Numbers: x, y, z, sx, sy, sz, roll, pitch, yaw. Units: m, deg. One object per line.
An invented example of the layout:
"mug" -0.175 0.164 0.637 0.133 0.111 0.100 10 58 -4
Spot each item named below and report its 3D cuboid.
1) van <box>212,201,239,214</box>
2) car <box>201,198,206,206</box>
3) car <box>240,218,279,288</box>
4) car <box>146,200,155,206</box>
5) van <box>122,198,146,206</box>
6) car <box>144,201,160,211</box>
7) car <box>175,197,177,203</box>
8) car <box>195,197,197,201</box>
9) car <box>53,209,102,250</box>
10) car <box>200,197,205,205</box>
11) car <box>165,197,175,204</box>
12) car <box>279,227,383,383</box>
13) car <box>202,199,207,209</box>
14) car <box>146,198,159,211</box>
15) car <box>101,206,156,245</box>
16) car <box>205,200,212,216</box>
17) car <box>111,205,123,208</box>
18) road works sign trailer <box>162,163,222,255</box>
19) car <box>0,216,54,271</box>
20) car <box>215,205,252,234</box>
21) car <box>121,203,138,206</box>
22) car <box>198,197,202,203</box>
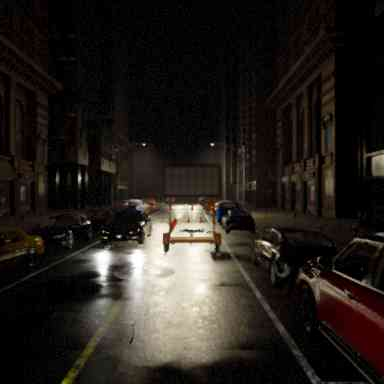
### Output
"van" 2.773 1.595 26.169 1.690 1.788 3.998 0 -1 0
"car" 2.784 2.113 54.260 1.802 1.307 4.206 0 -1 0
"car" 2.766 1.641 9.312 2.008 1.369 4.403 0 -1 0
"car" -5.748 1.915 37.396 2.008 1.369 4.403 0 -1 0
"van" -5.750 1.650 31.780 1.690 1.788 3.998 0 -1 0
"car" -5.743 1.998 48.463 1.752 1.417 4.829 0 -1 0
"car" -5.727 2.444 87.959 1.947 1.339 4.313 0 -1 0
"car" 2.800 2.253 93.592 2.192 1.841 5.009 0 -1 0
"car" -5.757 1.694 14.929 2.008 1.369 4.403 0 -1 0
"car" 2.786 2.115 60.049 1.752 1.417 4.829 0 -1 0
"car" -5.730 2.402 82.340 1.802 1.307 4.206 0 -1 0
"car" 2.764 1.351 3.696 2.192 1.841 5.009 0 -1 0
"car" 2.782 2.057 48.642 1.802 1.307 4.206 0 -1 0
"car" -5.745 1.734 43.017 2.192 1.841 5.009 0 -1 0
"car" -3.094 1.663 16.492 1.837 1.490 4.892 0 -1 0
"car" 2.777 1.892 37.575 1.752 1.417 4.829 0 -1 0
"car" -5.755 1.743 20.542 1.887 1.381 4.507 0 -1 0
"road works sign trailer" 0.005 0.598 13.928 2.380 3.560 2.880 0 -1 0
"car" -5.759 1.613 9.135 1.752 1.417 4.829 0 -1 0
"car" 2.770 1.750 20.549 2.008 1.369 4.403 0 -1 0
"car" -5.752 1.798 26.160 1.887 1.381 4.507 0 -1 0
"car" 2.791 2.270 71.116 1.947 1.339 4.313 0 -1 0
